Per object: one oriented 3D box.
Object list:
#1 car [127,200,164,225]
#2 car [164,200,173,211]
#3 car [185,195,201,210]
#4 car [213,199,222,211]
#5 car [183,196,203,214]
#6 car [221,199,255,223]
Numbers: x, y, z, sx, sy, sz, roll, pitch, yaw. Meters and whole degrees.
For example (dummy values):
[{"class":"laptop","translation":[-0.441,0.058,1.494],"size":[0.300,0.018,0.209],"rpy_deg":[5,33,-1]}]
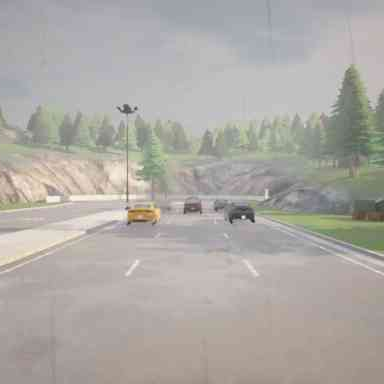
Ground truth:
[{"class":"car","translation":[-3.403,1.477,24.146],"size":[1.882,1.535,5.008],"rpy_deg":[0,0,0]},{"class":"car","translation":[-3.383,1.601,40.484],"size":[1.895,1.301,4.718],"rpy_deg":[0,0,0]},{"class":"car","translation":[0.188,1.352,44.569],"size":[2.097,1.767,4.553],"rpy_deg":[0,0,1]},{"class":"car","translation":[3.623,1.547,40.861],"size":[2.033,1.411,5.357],"rpy_deg":[0,0,0]},{"class":"car","translation":[0.088,1.478,35.341],"size":[1.882,1.535,5.008],"rpy_deg":[0,0,0]},{"class":"car","translation":[3.596,1.503,25.630],"size":[1.837,1.490,4.892],"rpy_deg":[0,0,0]}]
